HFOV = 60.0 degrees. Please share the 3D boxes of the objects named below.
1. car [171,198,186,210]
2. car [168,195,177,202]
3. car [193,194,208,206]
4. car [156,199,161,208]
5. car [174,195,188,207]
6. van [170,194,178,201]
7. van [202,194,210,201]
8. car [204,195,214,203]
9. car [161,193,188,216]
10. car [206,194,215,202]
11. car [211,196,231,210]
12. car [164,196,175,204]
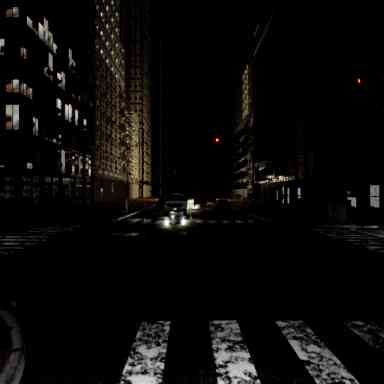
[{"bbox_3d":[-1.675,1.538,43.576,1.812,1.442,4.674,0,0,0],"label":"car"},{"bbox_3d":[-4.377,1.426,74.921,1.967,1.590,4.097,0,0,0],"label":"car"},{"bbox_3d":[1.187,1.531,54.630,1.812,1.442,4.674,0,0,0],"label":"car"},{"bbox_3d":[-4.173,1.592,47.283,1.802,1.307,4.206,0,0,0],"label":"car"},{"bbox_3d":[-1.739,1.359,53.493,2.097,1.767,4.553,0,0,-1],"label":"car"},{"bbox_3d":[-4.417,1.321,80.448,1.690,1.788,3.998,0,0,0],"label":"van"},{"bbox_3d":[3.463,1.321,80.506,1.690,1.788,3.998,0,0,0],"label":"van"},{"bbox_3d":[3.544,1.432,69.452,1.967,1.590,4.097,0,0,0],"label":"car"},{"bbox_3d":[-1.604,1.239,33.749,2.150,2.045,5.566,0,0,0],"label":"car"},{"bbox_3d":[3.585,1.313,63.923,2.192,1.841,5.009,0,0,0],"label":"car"},{"bbox_3d":[3.797,1.579,41.815,1.947,1.339,4.313,0,0,0],"label":"car"},{"bbox_3d":[-4.295,1.563,63.866,1.947,1.339,4.313,0,0,0],"label":"car"}]
